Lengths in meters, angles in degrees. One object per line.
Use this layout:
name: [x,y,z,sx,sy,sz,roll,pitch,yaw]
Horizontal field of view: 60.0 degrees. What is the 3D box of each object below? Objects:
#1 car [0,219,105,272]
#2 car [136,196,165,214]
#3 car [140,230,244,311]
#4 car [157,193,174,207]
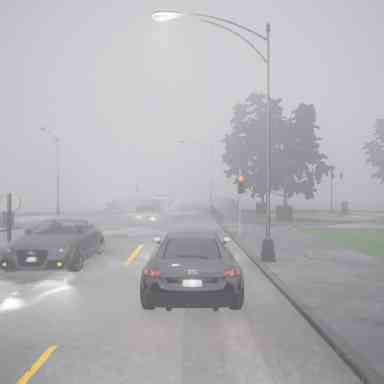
car: [-4.179,1.564,10.619,1.994,1.385,4.181,0,0,-1]
car: [-4.605,1.477,36.134,1.882,1.535,5.008,0,0,6]
car: [0.002,1.564,7.826,1.994,1.385,4.181,0,0,0]
car: [-4.507,1.221,52.028,2.150,2.045,5.566,0,0,0]
